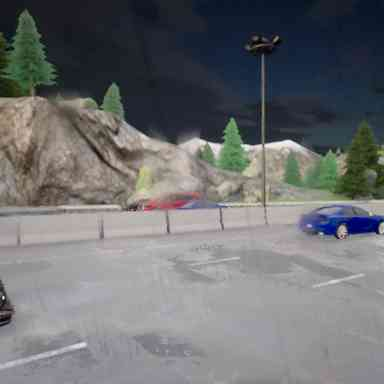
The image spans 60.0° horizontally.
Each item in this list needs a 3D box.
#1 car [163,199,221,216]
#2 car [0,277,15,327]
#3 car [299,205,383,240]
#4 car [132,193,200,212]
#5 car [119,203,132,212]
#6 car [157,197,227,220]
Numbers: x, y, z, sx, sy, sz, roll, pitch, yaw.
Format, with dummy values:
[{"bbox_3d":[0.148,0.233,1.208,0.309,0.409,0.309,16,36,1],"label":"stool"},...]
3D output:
[{"bbox_3d":[0.025,1.419,32.438,5.357,1.411,2.033,0,0,-28],"label":"car"},{"bbox_3d":[-5.337,1.556,4.182,5.357,1.411,2.033,0,0,-36],"label":"car"},{"bbox_3d":[7.491,1.379,16.331,5.008,1.535,1.882,0,0,-29],"label":"car"},{"bbox_3d":[-1.714,1.121,27.461,5.566,2.045,2.150,0,0,-30],"label":"car"},{"bbox_3d":[-5.022,1.416,33.596,4.674,1.442,1.812,0,0,-30],"label":"car"},{"bbox_3d":[0.284,1.380,24.551,5.008,1.535,1.882,0,0,-29],"label":"car"}]
